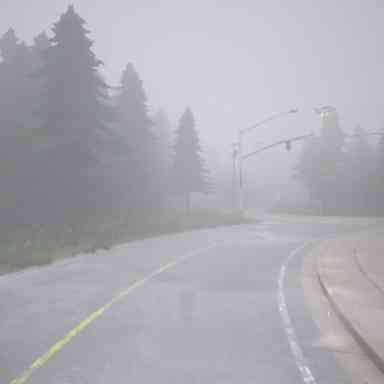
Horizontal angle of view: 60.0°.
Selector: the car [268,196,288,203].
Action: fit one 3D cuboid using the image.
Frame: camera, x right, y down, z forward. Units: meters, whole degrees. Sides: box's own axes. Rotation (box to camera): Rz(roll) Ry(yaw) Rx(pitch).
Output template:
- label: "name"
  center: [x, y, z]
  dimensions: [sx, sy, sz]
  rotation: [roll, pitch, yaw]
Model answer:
- label: "car"
  center: [17.878, 1.897, 69.037]
  dimensions: [2.150, 2.045, 5.566]
  rotation: [-1, -1, 43]
